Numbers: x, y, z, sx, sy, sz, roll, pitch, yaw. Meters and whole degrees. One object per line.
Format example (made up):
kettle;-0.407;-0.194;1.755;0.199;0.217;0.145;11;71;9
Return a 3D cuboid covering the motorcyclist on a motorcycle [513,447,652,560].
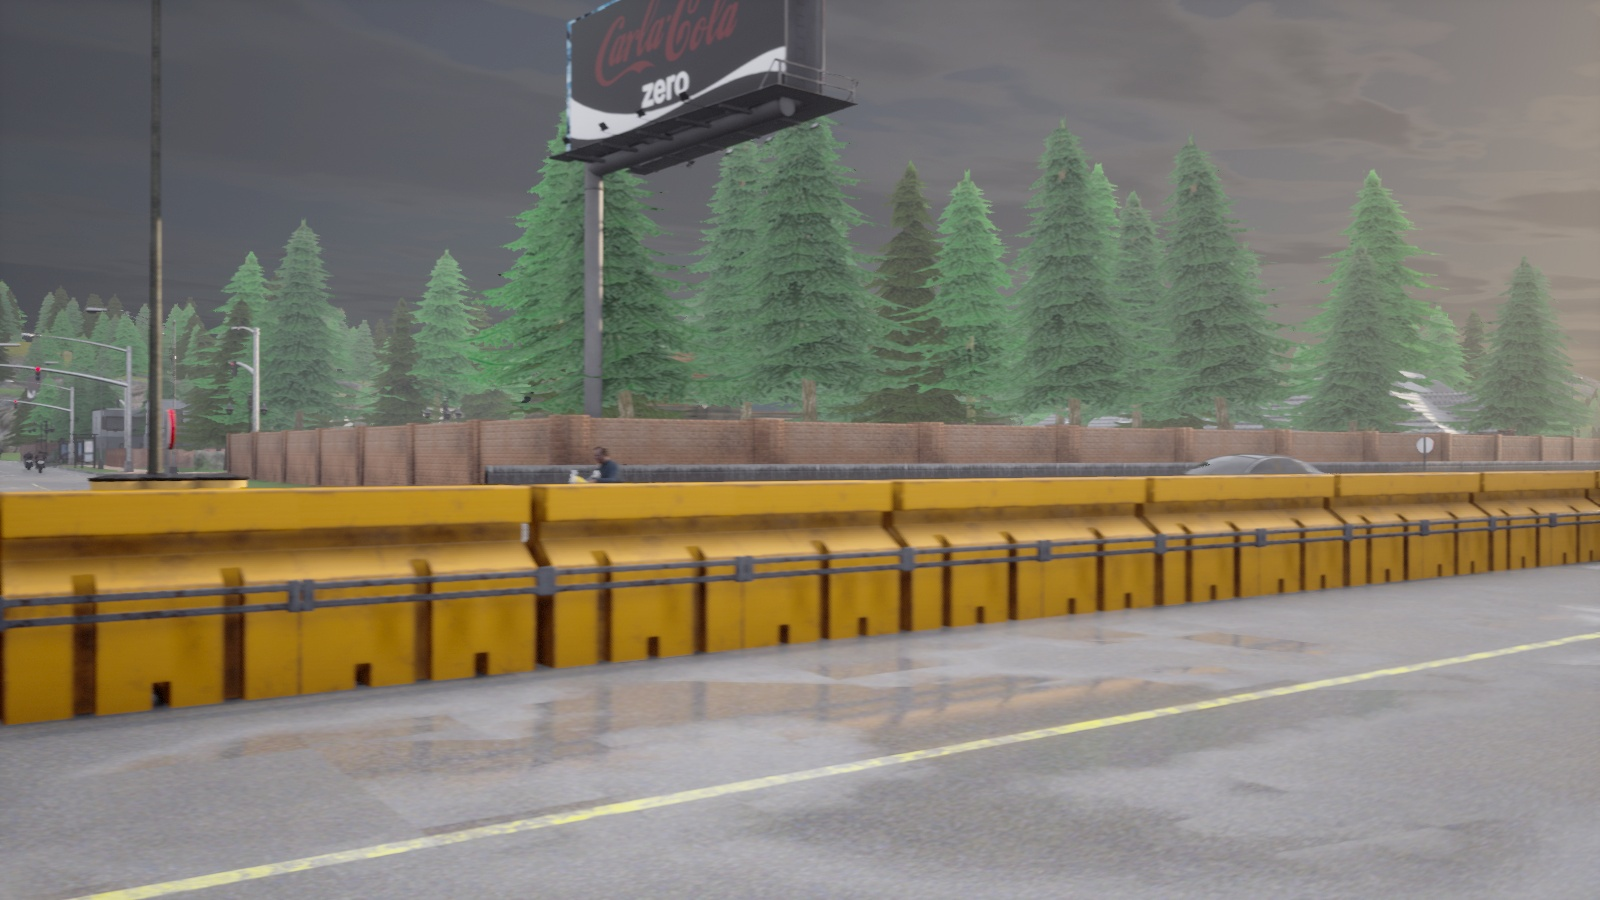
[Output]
motorcyclist on a motorcycle;-3.193;0.751;18.493;1.817;1.590;0.866;0;0;-35

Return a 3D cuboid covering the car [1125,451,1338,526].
car;9.439;0.799;27.283;4.892;1.490;1.837;1;-1;-35

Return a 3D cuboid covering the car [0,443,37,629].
car;-9.271;0.728;10.000;5.366;1.575;1.801;0;0;-35
